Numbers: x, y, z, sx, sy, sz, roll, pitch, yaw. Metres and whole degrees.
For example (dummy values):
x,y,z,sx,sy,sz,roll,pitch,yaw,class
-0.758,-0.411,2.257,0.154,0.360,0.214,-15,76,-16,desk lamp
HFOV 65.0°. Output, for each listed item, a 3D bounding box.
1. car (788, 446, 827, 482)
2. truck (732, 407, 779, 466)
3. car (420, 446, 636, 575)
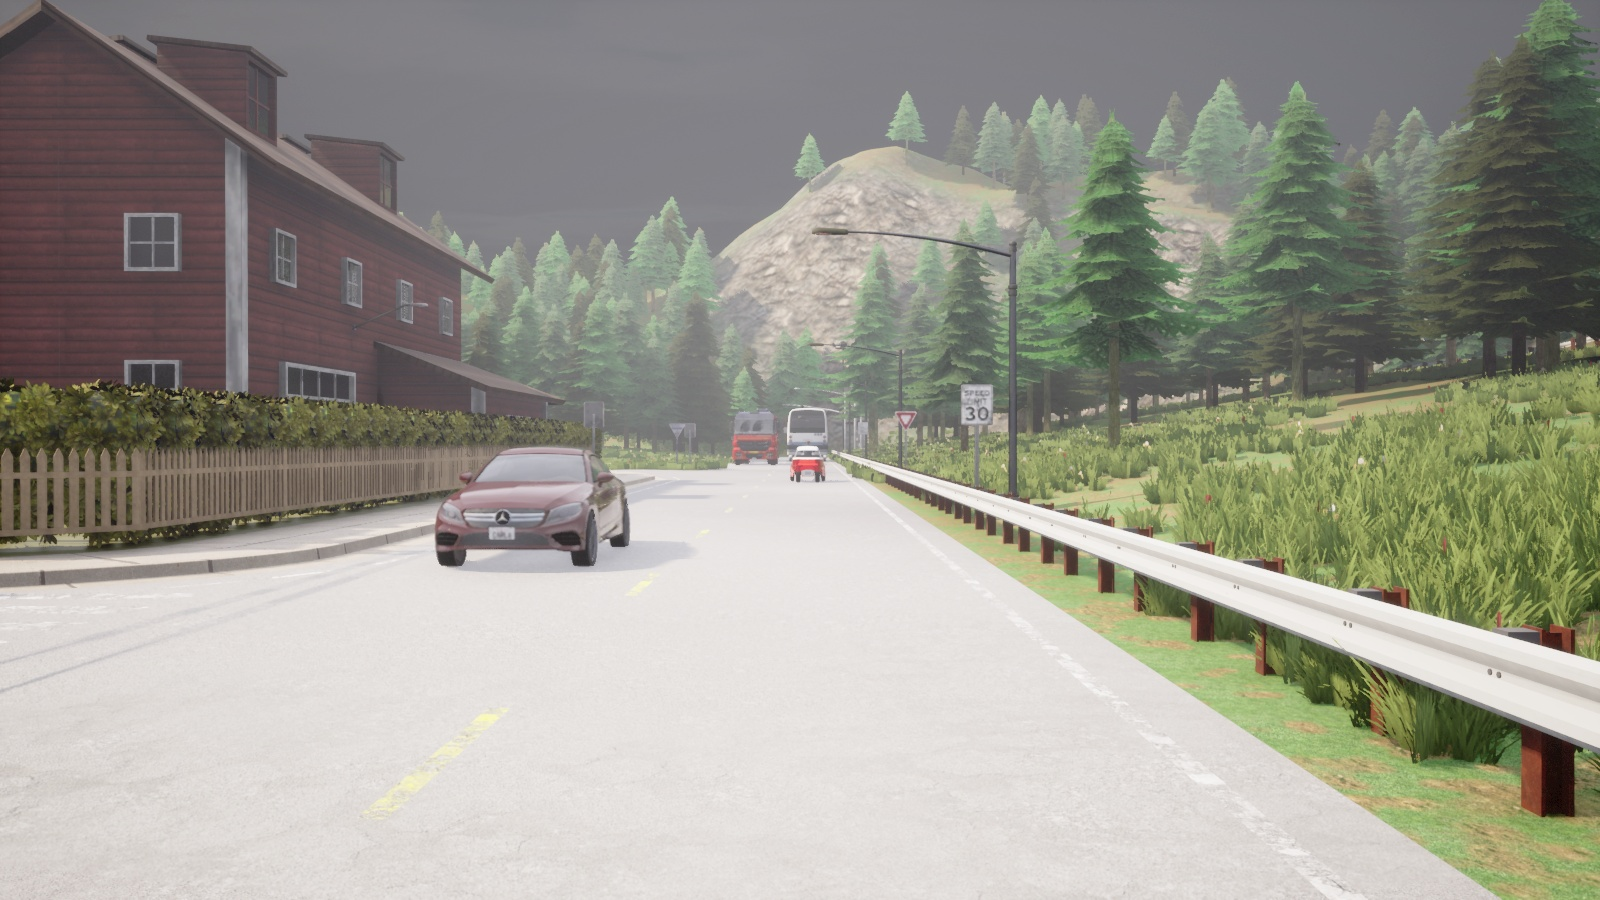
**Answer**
x,y,z,sx,sy,sz,roll,pitch,yaw,class
0.303,0.527,48.805,1.481,1.376,2.207,0,0,0,car
-2.977,-0.907,86.141,2.891,3.827,8.468,0,0,0,truck
-3.387,0.676,16.582,1.812,1.442,4.674,0,0,0,car
